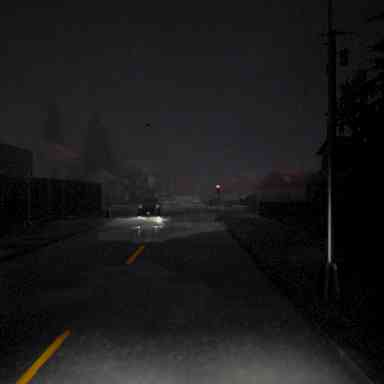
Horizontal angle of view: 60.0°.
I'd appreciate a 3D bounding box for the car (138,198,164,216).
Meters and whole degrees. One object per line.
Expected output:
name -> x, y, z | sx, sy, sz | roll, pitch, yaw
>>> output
car -> -4.000, 1.362, 32.680 | 2.097, 1.767, 4.553 | 0, 0, 0
